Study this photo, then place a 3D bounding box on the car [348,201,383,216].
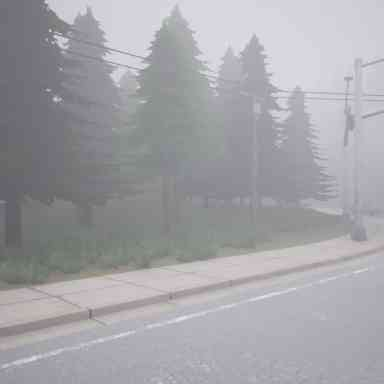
[{"bbox_3d":[17.269,1.601,32.381,1.895,1.301,4.718,0,0,-5],"label":"car"}]
